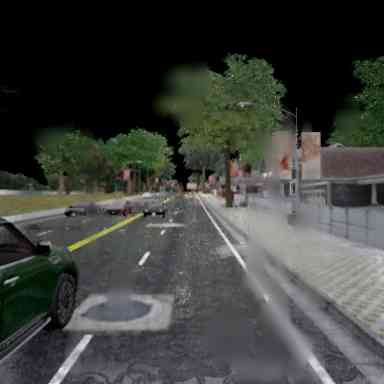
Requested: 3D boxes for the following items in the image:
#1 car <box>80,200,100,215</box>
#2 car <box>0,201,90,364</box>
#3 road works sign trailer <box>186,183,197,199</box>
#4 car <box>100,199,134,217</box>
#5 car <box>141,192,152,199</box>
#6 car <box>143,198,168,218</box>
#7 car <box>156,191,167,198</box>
[{"bbox_3d":[-9.861,1.473,30.343,2.033,1.411,5.357,0,1,0],"label":"car"},{"bbox_3d":[-3.152,1.237,3.797,2.150,2.045,5.566,0,0,0],"label":"car"},{"bbox_3d":[-0.033,-0.314,77.148,2.380,3.560,2.880,0,1,1],"label":"road works sign trailer"},{"bbox_3d":[-6.608,1.403,30.425,1.882,1.535,5.008,0,1,0],"label":"car"},{"bbox_3d":[-9.778,0.769,72.429,1.812,1.442,4.674,0,1,0],"label":"car"},{"bbox_3d":[-3.160,1.533,29.747,1.895,1.301,4.718,0,1,0],"label":"car"},{"bbox_3d":[-6.528,0.600,72.457,2.097,1.767,4.553,0,1,0],"label":"car"}]
